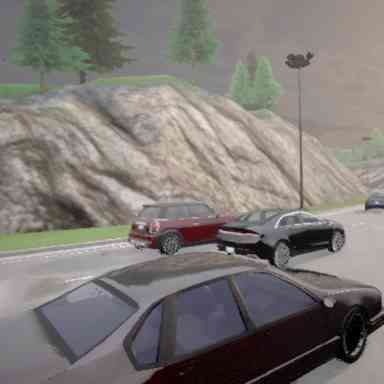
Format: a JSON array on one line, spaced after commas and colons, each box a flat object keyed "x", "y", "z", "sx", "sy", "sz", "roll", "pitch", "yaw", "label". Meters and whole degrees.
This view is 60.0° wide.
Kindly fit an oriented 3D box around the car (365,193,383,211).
[{"x": 15.694, "y": 0.762, "z": 27.303, "sx": 1.994, "sy": 1.385, "sz": 4.181, "roll": 0, "pitch": 1, "yaw": 42, "label": "car"}]

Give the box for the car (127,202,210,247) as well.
[{"x": -0.056, "y": 1.151, "z": 12.523, "sx": 4.553, "sy": 1.767, "sz": 2.097, "roll": -2, "pitch": 1, "yaw": -38, "label": "car"}]

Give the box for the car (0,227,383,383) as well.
[{"x": 0.170, "y": 1.483, "z": 3.894, "sx": 5.357, "sy": 1.411, "sz": 2.033, "roll": -2, "pitch": 1, "yaw": -36, "label": "car"}]

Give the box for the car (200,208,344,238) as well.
[{"x": 2.905, "y": 1.258, "z": 10.376, "sx": 4.902, "sy": 1.511, "sz": 2.128, "roll": -2, "pitch": 1, "yaw": -38, "label": "car"}]
